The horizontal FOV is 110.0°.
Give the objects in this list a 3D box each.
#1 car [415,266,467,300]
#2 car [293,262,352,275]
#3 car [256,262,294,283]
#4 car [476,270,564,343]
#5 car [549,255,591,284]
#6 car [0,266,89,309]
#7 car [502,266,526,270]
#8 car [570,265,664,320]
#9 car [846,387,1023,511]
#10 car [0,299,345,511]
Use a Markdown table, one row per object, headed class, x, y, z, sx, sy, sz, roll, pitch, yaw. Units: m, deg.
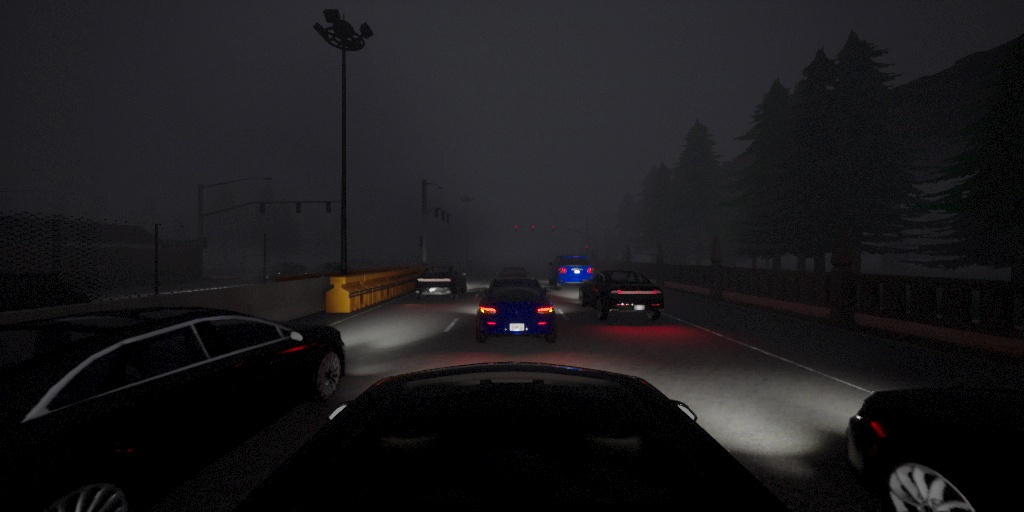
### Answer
| class | x | y | z | sx | sy | sz | roll | pitch | yaw |
| --- | --- | --- | --- | --- | --- | --- | --- | --- | --- |
| car | -3.402 | 1.242 | 17.757 | 2.128 | 1.511 | 4.902 | 0 | 0 | 0 |
| car | -14.014 | 1.243 | 27.457 | 2.128 | 1.511 | 4.902 | 0 | 0 | 0 |
| car | -17.516 | 1.243 | 27.723 | 2.128 | 1.511 | 4.902 | 0 | 0 | -2 |
| car | 0.093 | 1.276 | 9.568 | 1.812 | 1.442 | 4.674 | 0 | 0 | 0 |
| car | 3.596 | 0.972 | 22.475 | 2.150 | 2.045 | 5.566 | 0 | 0 | 0 |
| car | -10.599 | 1.102 | 6.242 | 2.097 | 1.767 | 4.553 | 0 | 0 | 0 |
| car | 0.097 | 1.276 | 19.464 | 1.812 | 1.442 | 4.674 | 0 | 0 | 0 |
| car | 3.599 | 1.241 | 12.548 | 2.128 | 1.511 | 4.902 | 0 | 0 | 0 |
| car | 3.599 | 1.255 | 0.835 | 1.837 | 1.490 | 4.892 | 0 | 0 | 0 |
| car | -3.402 | 1.242 | 3.429 | 2.128 | 1.511 | 4.902 | 0 | 0 | 0 |
